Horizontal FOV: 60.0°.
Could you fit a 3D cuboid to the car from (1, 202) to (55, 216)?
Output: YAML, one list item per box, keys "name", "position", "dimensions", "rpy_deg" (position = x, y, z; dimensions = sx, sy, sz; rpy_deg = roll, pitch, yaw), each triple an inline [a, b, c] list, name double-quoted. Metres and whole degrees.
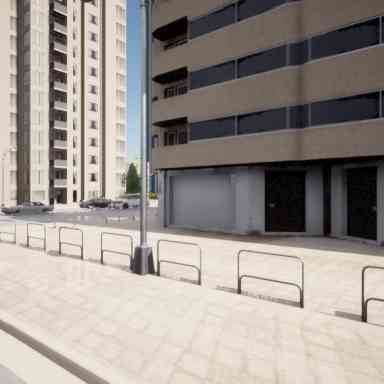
- name: "car"
  position: [-16.767, 1.656, 34.075]
  dimensions: [1.895, 1.301, 4.718]
  rpy_deg: [0, 0, 38]

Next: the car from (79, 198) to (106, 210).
- name: "car"
  position: [-12.813, 1.559, 44.651]
  dimensions: [1.837, 1.490, 4.892]
  rpy_deg: [0, 0, 39]

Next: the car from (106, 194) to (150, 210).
- name: "car"
  position: [-8.206, 1.267, 44.767]
  dimensions: [2.150, 2.045, 5.566]
  rpy_deg: [0, 1, 41]
